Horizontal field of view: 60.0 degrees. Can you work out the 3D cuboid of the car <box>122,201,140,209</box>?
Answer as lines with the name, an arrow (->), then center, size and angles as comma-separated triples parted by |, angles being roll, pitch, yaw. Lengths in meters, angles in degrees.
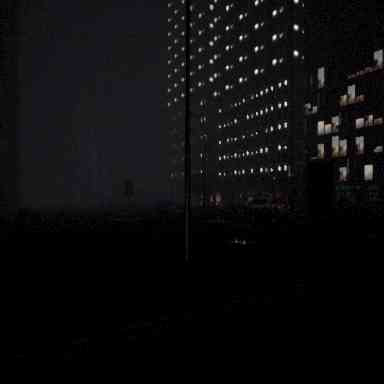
car -> -10.897, 2.525, 61.404 | 2.008, 1.369, 4.403 | -1, -1, -26

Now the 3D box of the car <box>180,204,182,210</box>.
car -> -3.410, 2.381, 59.168 | 1.882, 1.535, 5.008 | 0, -1, -25

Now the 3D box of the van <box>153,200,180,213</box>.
van -> -3.595, 2.005, 46.198 | 1.690, 1.788, 3.998 | -1, -1, -26

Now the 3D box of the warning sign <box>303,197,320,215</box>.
warning sign -> 13.068, 1.543, 36.424 | 1.300, 1.860, 1.060 | 1, -1, -26

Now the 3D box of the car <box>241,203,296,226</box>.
car -> 6.150, 1.813, 25.916 | 2.008, 1.369, 4.403 | -1, -1, -26

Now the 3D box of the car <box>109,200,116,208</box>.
car -> -15.768, 2.730, 71.544 | 1.887, 1.381, 4.507 | -1, -1, -26

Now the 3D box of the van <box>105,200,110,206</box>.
van -> -18.206, 2.634, 76.615 | 1.690, 1.788, 3.998 | -1, -1, -26

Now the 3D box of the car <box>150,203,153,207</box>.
car -> -8.213, 2.808, 75.171 | 1.802, 1.307, 4.206 | -1, -1, -26

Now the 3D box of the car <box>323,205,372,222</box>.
car -> 13.704, 1.853, 29.544 | 2.008, 1.369, 4.403 | -1, -1, -26

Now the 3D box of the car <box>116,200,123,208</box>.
car -> -13.259, 2.601, 66.321 | 1.752, 1.417, 4.829 | -1, -1, -26

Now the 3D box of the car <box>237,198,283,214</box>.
car -> 7.680, 1.662, 36.153 | 2.150, 2.045, 5.566 | 0, -1, -26

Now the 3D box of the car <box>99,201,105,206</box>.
car -> -23.073, 3.052, 86.751 | 1.887, 1.381, 4.507 | -1, -1, -26

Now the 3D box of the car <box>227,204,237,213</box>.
car -> 6.398, 2.168, 44.754 | 1.947, 1.339, 4.313 | -1, -1, -26
